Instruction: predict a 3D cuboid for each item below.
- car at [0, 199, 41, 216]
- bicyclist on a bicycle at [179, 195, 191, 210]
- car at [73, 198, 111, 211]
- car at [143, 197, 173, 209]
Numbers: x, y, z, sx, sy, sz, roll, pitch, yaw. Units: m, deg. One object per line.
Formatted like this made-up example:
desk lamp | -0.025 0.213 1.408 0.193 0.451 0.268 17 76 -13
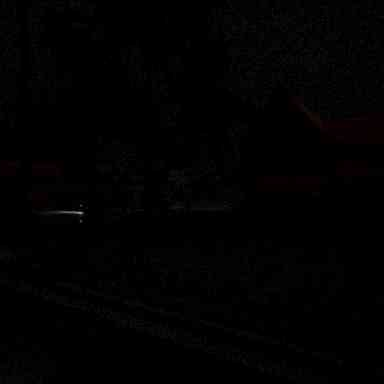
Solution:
car | -17.315 1.501 32.507 1.837 1.490 4.892 0 0 34
bicyclist on a bicycle | -0.781 1.220 38.229 1.656 1.620 0.582 0 0 34
car | -12.028 1.500 40.297 1.837 1.490 4.892 0 0 34
car | -4.505 1.473 44.833 1.882 1.535 5.008 0 0 34
